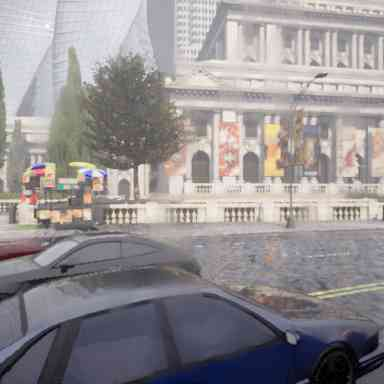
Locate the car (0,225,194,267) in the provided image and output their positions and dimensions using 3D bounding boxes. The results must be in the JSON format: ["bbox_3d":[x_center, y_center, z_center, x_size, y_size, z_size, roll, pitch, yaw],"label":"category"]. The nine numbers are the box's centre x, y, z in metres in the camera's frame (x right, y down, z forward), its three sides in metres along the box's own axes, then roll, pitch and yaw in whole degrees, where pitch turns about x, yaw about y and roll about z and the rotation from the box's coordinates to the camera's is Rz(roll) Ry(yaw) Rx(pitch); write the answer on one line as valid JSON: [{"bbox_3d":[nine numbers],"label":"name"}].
[{"bbox_3d":[-2.010,1.525,6.502,4.674,1.442,1.812,0,0,-30],"label":"car"}]

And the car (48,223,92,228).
[{"bbox_3d":[-3.838,1.600,9.533,4.718,1.301,1.895,0,0,-30],"label":"car"}]

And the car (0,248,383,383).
[{"bbox_3d":[-0.424,1.547,3.368,5.357,1.411,2.033,0,0,-29],"label":"car"}]
